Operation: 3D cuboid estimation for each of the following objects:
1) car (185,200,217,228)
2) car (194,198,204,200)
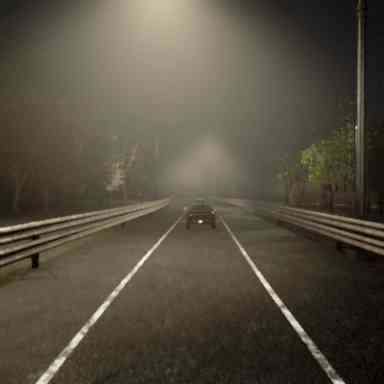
[{"bbox_3d":[0.608,1.528,22.476,1.837,1.490,4.892,0,0,2],"label":"car"},{"bbox_3d":[1.049,1.575,50.731,2.033,1.411,5.357,0,0,-3],"label":"car"}]
